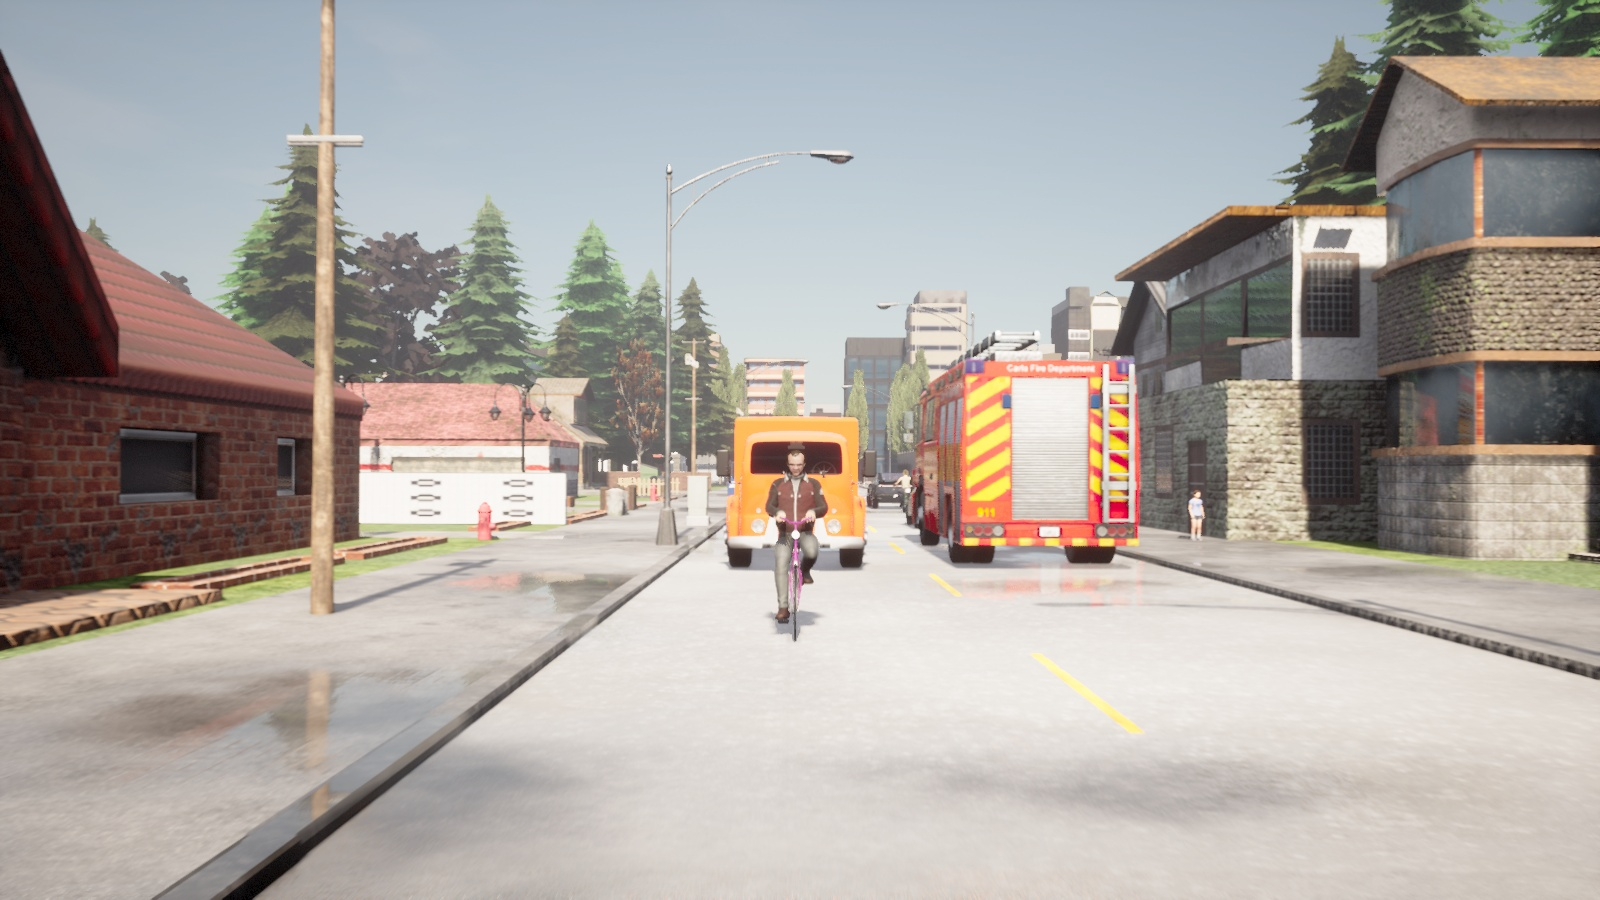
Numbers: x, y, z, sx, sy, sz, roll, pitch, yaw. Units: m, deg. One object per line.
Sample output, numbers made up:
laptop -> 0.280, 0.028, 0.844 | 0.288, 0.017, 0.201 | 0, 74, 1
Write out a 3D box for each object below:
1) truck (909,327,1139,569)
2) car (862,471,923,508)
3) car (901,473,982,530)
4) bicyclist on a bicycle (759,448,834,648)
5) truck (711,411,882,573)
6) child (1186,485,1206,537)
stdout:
truck -> 3.929, 0.034, 24.223 | 2.891, 3.827, 8.468 | 0, -1, 0
car -> 3.863, 1.635, 53.231 | 2.128, 1.511, 4.902 | 0, -1, -1
car -> 3.903, 1.392, 35.080 | 1.845, 1.501, 3.633 | 0, -1, 0
bicyclist on a bicycle -> -0.034, 0.885, 12.070 | 0.659, 1.776, 1.843 | 0, -1, 0
truck -> -0.063, 0.689, 21.859 | 2.627, 2.467, 5.204 | 0, -1, 0
child -> 8.563, 1.319, 27.160 | 0.255, 1.110, 0.394 | 0, -1, -13
